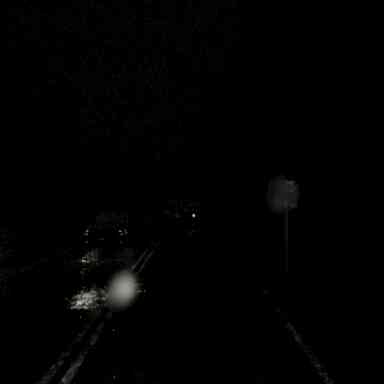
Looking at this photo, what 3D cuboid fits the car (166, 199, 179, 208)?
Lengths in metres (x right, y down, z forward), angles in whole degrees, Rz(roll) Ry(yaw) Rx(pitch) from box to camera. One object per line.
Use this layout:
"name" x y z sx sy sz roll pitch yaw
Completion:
"car" -3.168 1.885 55.659 1.812 1.442 4.674 0 0 1

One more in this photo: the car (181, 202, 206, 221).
"car" 0.147 1.619 28.667 1.837 1.490 4.892 0 -1 0

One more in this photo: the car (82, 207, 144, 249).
"car" -3.335 1.493 14.864 1.882 1.535 5.008 0 0 0
